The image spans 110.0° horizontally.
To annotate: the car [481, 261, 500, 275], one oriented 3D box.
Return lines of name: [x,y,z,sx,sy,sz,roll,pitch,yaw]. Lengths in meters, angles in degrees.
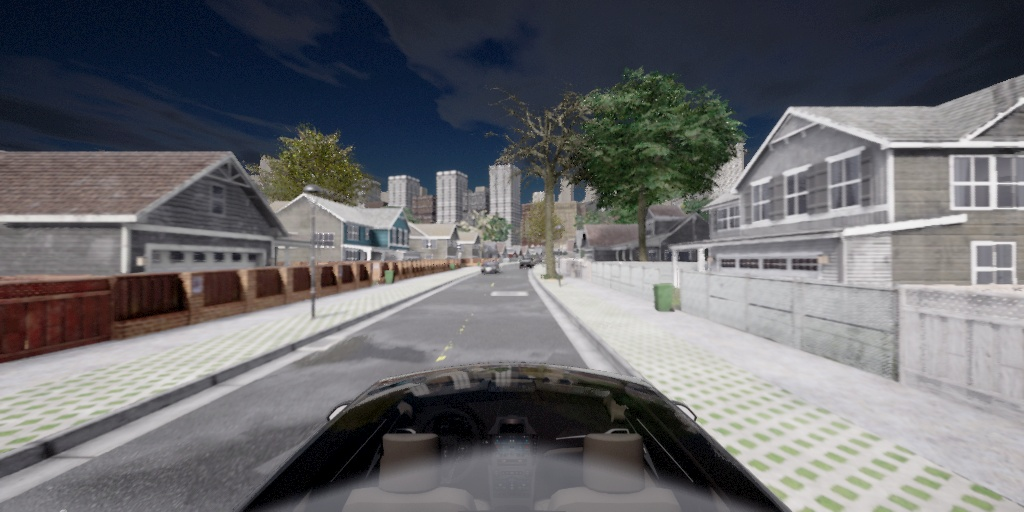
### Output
car: [-2.396,1.269,40.689,2.128,1.511,4.902,0,0,3]

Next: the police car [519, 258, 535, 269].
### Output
police car: [2.218,1.220,57.519,1.930,1.638,5.238,0,0,4]
